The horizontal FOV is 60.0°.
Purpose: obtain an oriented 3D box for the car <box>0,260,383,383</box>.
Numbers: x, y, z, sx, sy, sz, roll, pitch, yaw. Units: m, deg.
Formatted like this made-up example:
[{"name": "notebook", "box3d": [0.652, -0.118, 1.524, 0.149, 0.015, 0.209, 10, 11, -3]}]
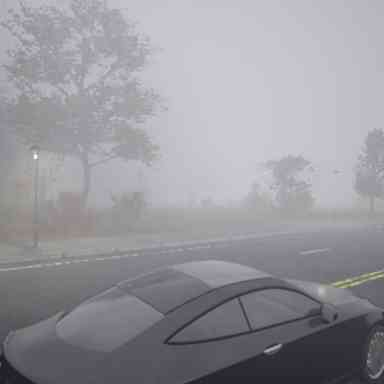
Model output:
[{"name": "car", "box3d": [0.419, 1.545, 3.764, 4.674, 1.442, 1.812, 1, 0, -36]}]
